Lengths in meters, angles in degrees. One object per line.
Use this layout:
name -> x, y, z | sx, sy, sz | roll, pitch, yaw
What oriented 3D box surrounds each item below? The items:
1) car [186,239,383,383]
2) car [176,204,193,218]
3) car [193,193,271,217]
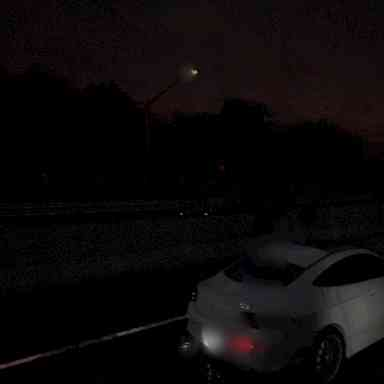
car -> 2.077, 1.489, 5.225 | 4.674, 1.442, 1.812 | -1, 0, -35
car -> 0.816, 1.435, 26.052 | 4.181, 1.385, 1.994 | -1, 0, -35
car -> 3.145, 1.090, 23.417 | 5.566, 2.045, 2.150 | -1, 0, -35
